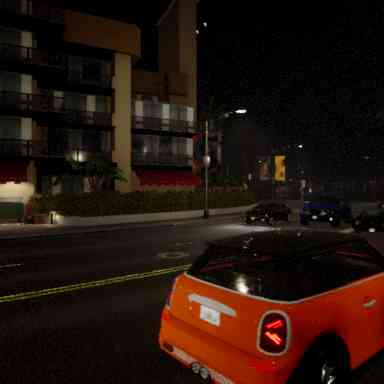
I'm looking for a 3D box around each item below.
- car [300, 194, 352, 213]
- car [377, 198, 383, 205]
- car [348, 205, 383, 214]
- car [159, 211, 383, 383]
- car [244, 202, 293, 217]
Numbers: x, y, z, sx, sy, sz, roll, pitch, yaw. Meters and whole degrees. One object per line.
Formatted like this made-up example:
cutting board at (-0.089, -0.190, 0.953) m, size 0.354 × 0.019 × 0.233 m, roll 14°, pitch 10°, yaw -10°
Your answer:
car at (9.161, 1.212, 22.446) m, size 2.150 × 2.045 × 5.566 m, roll 0°, pitch 0°, yaw 38°
car at (18.804, 1.339, 31.494) m, size 2.097 × 1.767 × 4.553 m, roll 0°, pitch 0°, yaw 25°
car at (10.287, 1.594, 18.151) m, size 1.895 × 1.301 × 4.718 m, roll 0°, pitch 0°, yaw 39°
car at (1.823, 1.349, 4.940) m, size 4.553 × 1.767 × 2.097 m, roll 0°, pitch 0°, yaw -40°
car at (5.489, 1.492, 23.510) m, size 1.837 × 1.490 × 4.892 m, roll 0°, pitch 0°, yaw 39°
